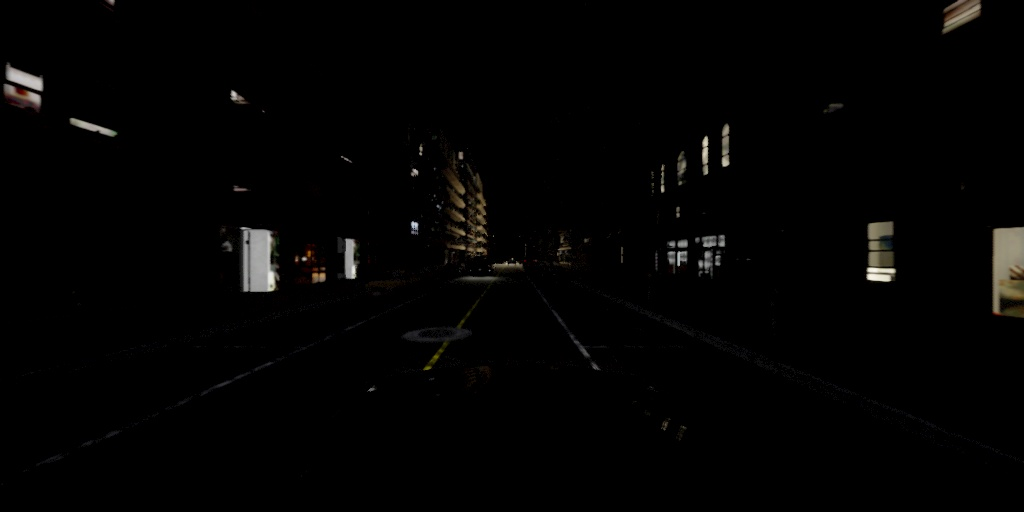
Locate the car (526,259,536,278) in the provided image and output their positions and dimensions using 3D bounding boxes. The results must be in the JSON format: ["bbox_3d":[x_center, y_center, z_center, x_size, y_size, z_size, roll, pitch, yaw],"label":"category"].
[{"bbox_3d":[2.687,1.307,34.724,1.888,1.381,4.507,0,0,0],"label":"car"}]

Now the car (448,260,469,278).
[{"bbox_3d":[-5.694,1.328,34.726,1.948,1.339,4.313,0,0,0],"label":"car"}]

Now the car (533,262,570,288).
[{"bbox_3d":[2.688,1.305,23.333,2.007,1.370,4.403,0,0,0],"label":"car"}]

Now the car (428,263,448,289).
[{"bbox_3d":[-5.693,1.300,23.334,1.888,1.381,4.507,0,0,0],"label":"car"}]

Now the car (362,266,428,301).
[{"bbox_3d":[-5.693,1.278,17.467,1.751,1.417,4.829,0,0,0],"label":"car"}]

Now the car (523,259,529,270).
[{"bbox_3d":[2.685,1.357,46.118,1.802,1.307,4.207,0,0,0],"label":"car"}]

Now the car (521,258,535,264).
[{"bbox_3d":[2.685,1.328,51.815,1.888,1.381,4.507,0,0,0],"label":"car"}]

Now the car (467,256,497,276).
[{"bbox_3d":[-3.095,0.986,37.557,2.150,2.045,5.566,0,0,0],"label":"car"}]

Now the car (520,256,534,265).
[{"bbox_3d":[2.993,1.025,62.855,2.150,2.045,5.566,0,0,0],"label":"car"}]
